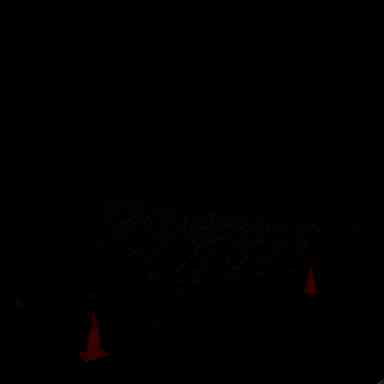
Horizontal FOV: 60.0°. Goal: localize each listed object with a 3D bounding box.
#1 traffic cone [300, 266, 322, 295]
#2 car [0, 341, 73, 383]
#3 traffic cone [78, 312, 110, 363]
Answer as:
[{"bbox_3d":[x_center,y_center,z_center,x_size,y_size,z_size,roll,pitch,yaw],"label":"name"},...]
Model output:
[{"bbox_3d":[2.693,1.976,7.538,0.340,0.580,0.340,0,0,-36],"label":"traffic cone"},{"bbox_3d":[-2.798,1.503,0.882,4.892,1.490,1.837,0,0,-35],"label":"car"},{"bbox_3d":[-1.363,1.966,4.613,0.340,0.580,0.340,0,0,-36],"label":"traffic cone"}]
